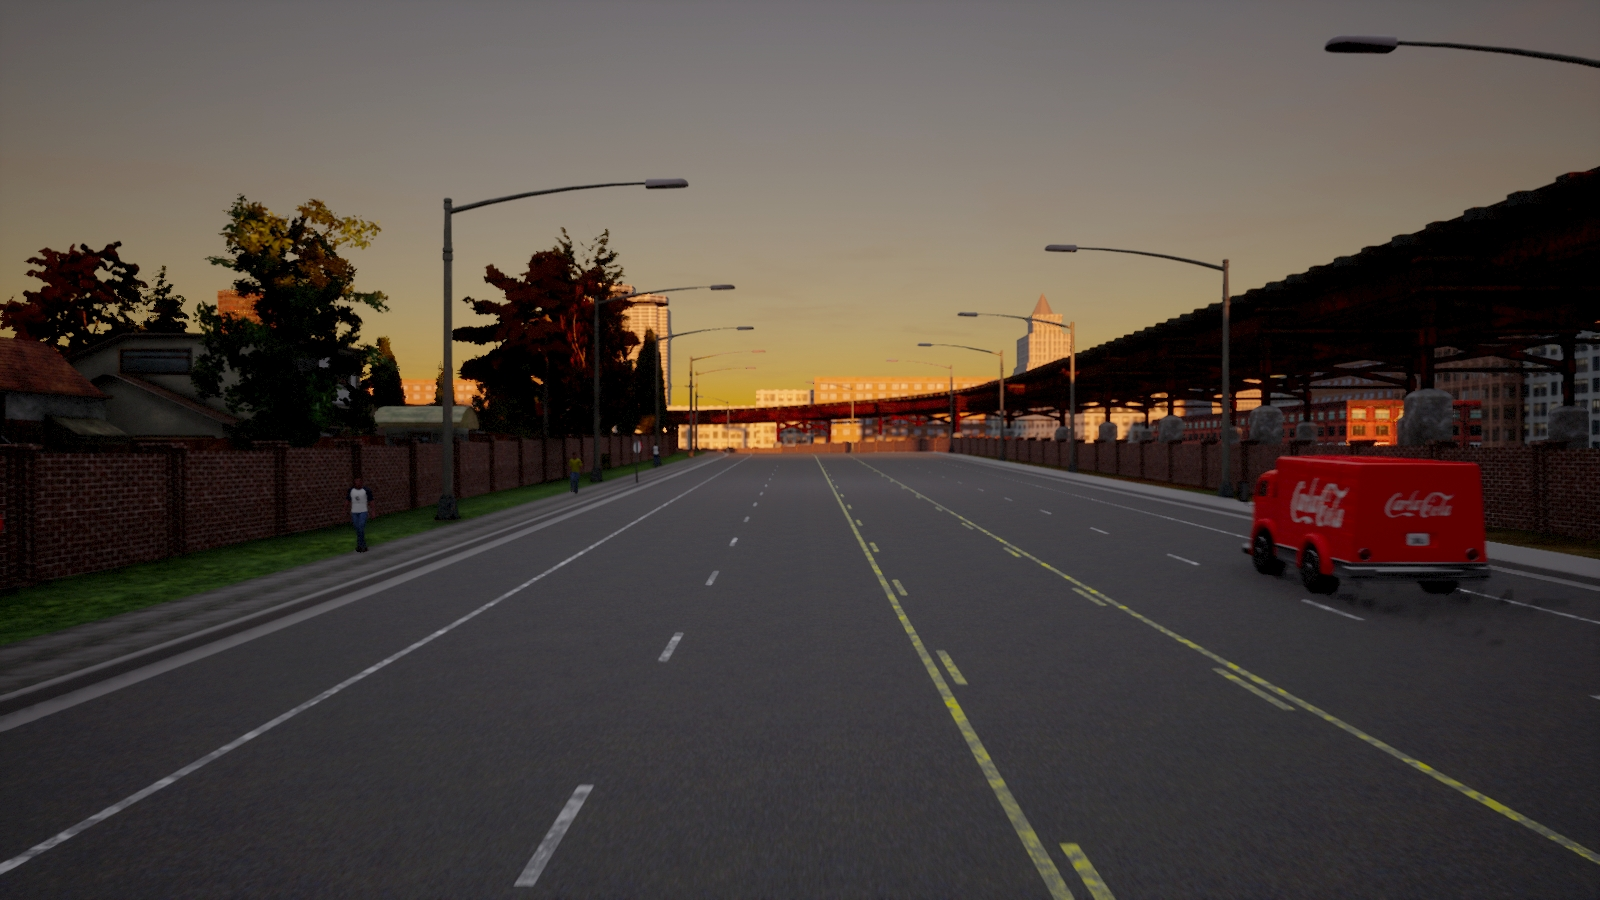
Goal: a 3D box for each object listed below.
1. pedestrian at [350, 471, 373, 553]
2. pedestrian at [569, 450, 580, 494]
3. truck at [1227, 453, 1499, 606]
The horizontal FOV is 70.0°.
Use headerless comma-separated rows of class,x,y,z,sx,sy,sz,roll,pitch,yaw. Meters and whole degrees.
pedestrian,-9.949,1.400,25.927,0.375,1.860,0.375,0,0,-2
pedestrian,-9.650,0.948,48.939,0.375,1.860,0.375,0,0,-1
truck,10.500,1.353,21.944,2.627,2.467,5.204,0,1,0
